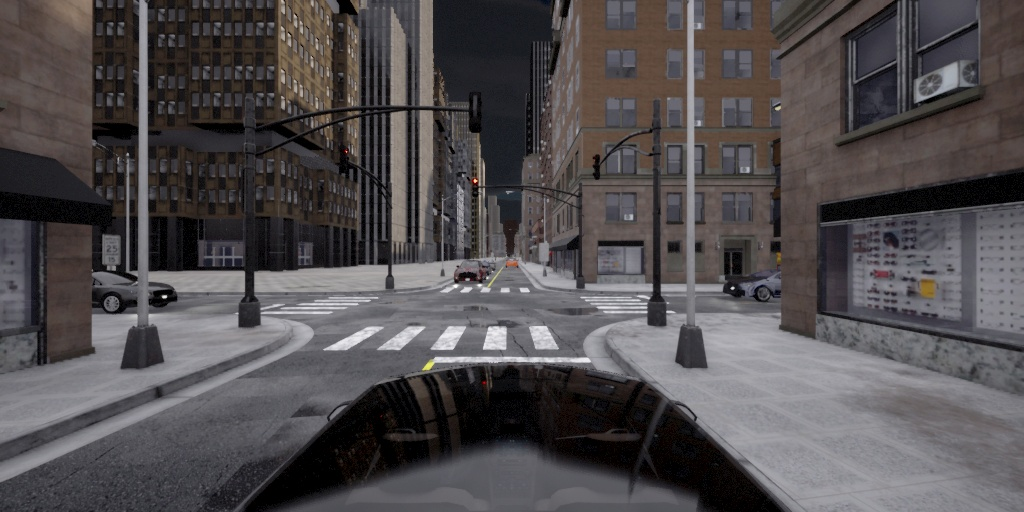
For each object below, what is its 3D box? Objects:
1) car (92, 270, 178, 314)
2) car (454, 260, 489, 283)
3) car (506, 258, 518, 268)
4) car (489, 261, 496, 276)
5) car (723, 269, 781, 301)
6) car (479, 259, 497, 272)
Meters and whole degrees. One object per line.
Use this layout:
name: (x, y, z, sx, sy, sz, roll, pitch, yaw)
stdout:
car: (-15.257, 1.259, 13.222, 4.892, 1.490, 1.837, 0, 0, 0)
car: (-3.153, 1.102, 27.788, 2.097, 1.767, 4.553, 0, 0, 0)
car: (-0.015, 1.099, 61.648, 2.097, 1.767, 4.553, 0, 0, 0)
car: (-3.167, 1.297, 38.046, 2.033, 1.411, 5.357, 0, 0, 0)
car: (12.222, 1.313, 16.654, 4.181, 1.385, 1.994, 0, 0, -1)
car: (-3.178, 1.240, 48.464, 2.128, 1.511, 4.902, 0, 0, 0)
